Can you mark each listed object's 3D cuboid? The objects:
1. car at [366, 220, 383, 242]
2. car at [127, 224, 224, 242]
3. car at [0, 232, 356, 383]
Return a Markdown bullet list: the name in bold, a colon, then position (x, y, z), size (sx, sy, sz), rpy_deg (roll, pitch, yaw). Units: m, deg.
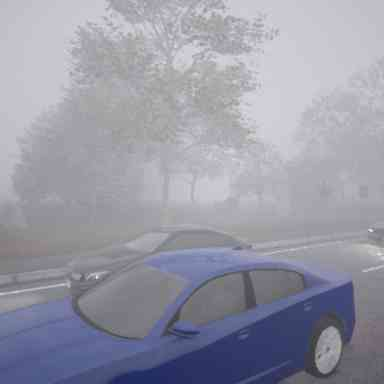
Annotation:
- **car**: position (10.348, 1.594, 15.550), size (5.357, 1.411, 2.033), rpy_deg (0, 0, -35)
- **car**: position (-0.528, 1.538, 7.896), size (4.674, 1.442, 1.812), rpy_deg (0, 0, -35)
- **car**: position (-0.054, 1.484, 3.945), size (5.008, 1.535, 1.882), rpy_deg (0, 0, -36)
